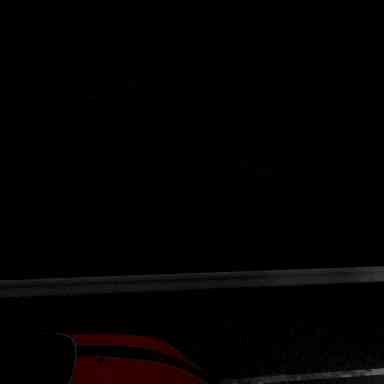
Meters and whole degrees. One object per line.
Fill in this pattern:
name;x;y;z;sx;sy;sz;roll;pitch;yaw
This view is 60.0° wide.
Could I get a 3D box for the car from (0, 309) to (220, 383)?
car;-1.835;1.352;1.684;4.553;1.767;2.097;0;0;-7
